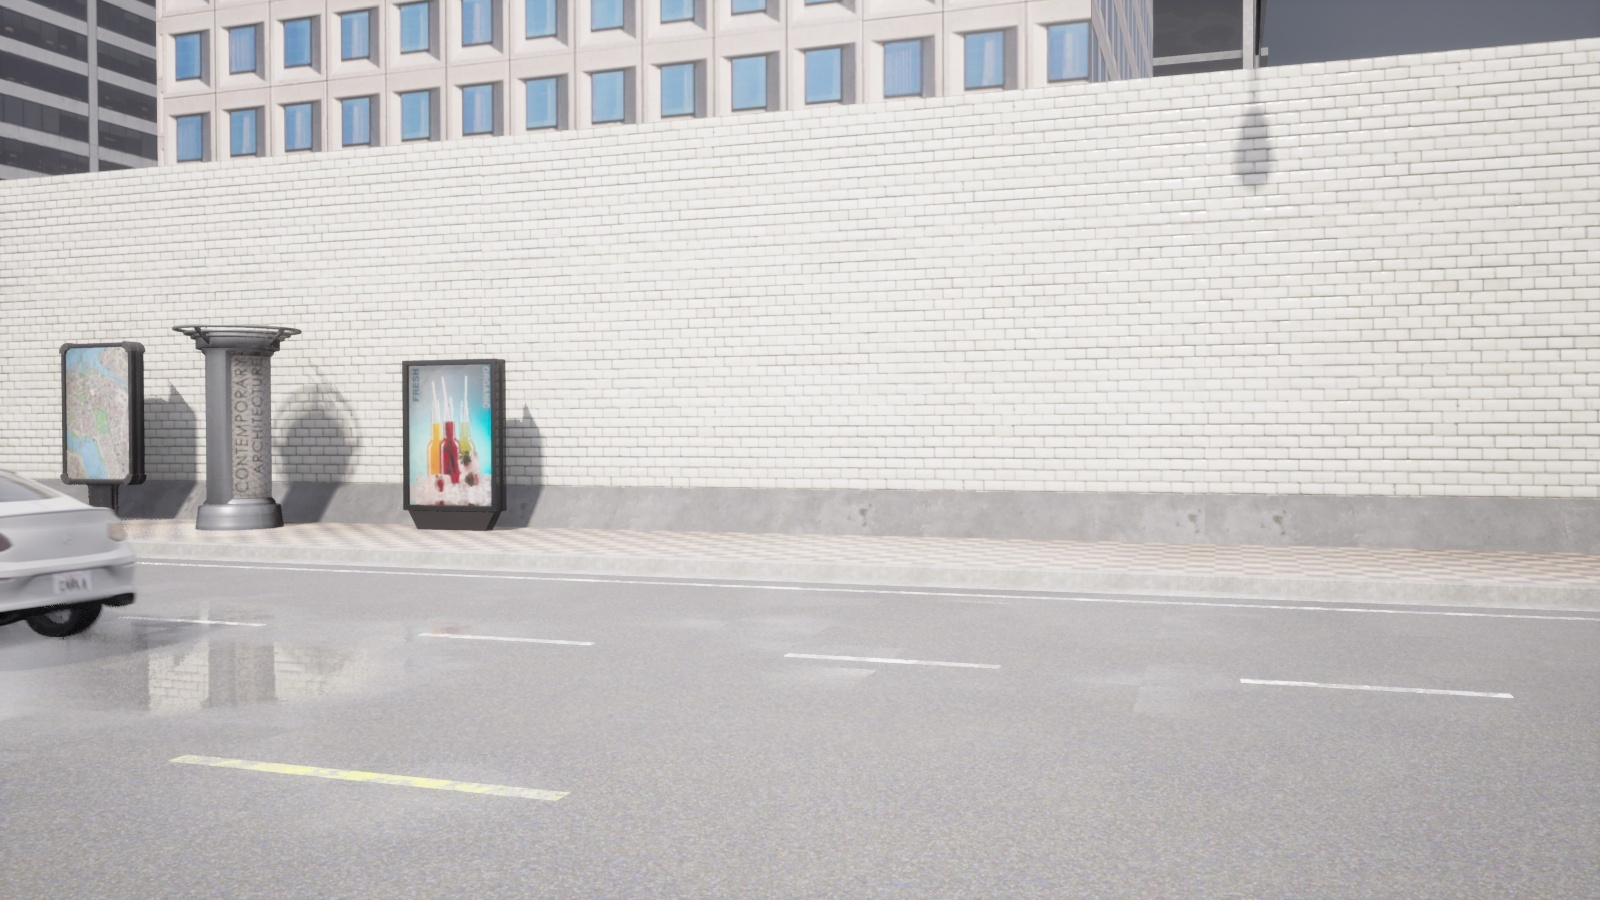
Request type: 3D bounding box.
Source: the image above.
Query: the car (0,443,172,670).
[{"bbox_3d":[-7.224,0.676,9.313,4.674,1.442,1.812,1,1,19],"label":"car"}]
